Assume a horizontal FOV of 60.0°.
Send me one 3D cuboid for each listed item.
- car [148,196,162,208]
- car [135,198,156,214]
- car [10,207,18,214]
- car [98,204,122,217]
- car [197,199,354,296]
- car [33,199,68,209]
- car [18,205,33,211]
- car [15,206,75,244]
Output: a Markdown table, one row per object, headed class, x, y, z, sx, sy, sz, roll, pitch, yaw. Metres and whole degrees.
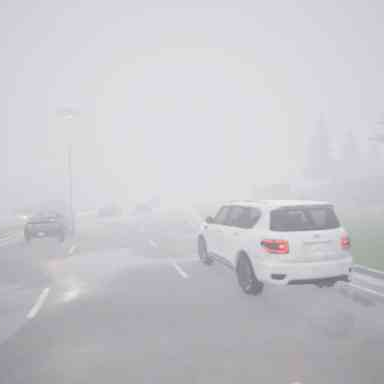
| class | x | y | z | sx | sy | sz | roll | pitch | yaw |
| --- | --- | --- | --- | --- | --- | --- | --- | --- | --- |
| car | -6.380 | 1.695 | 56.591 | 2.150 | 2.045 | 5.566 | -2 | 0 | -2 |
| car | -5.832 | 1.881 | 40.757 | 1.837 | 1.490 | 4.892 | -2 | 0 | -2 |
| car | -24.790 | 2.551 | 48.986 | 1.895 | 1.301 | 4.718 | -2 | 0 | -1 |
| car | -9.206 | 2.017 | 37.487 | 1.994 | 1.385 | 4.181 | -2 | 0 | -2 |
| car | 1.770 | 1.219 | 9.010 | 2.150 | 2.045 | 5.566 | -2 | 0 | -14 |
| car | -17.615 | 1.936 | 42.337 | 2.150 | 2.045 | 5.566 | -2 | 0 | -2 |
| car | -21.183 | 2.392 | 44.917 | 1.994 | 1.385 | 4.181 | -2 | 0 | -2 |
| car | -7.565 | 1.798 | 18.031 | 2.128 | 1.511 | 4.902 | -2 | 0 | -11 |
